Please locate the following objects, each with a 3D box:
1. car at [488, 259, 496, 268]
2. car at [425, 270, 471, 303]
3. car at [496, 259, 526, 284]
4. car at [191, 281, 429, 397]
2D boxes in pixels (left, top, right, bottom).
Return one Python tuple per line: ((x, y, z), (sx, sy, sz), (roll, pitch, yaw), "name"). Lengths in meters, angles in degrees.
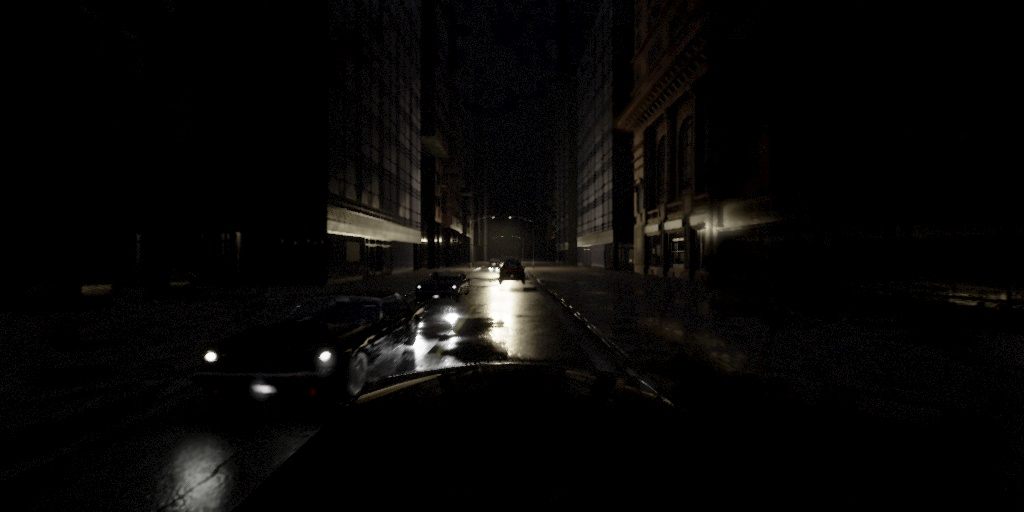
((-3.029, 1.250, 62.230), (2.128, 1.511, 4.902), (0, 0, 1), "car")
((-3.089, 1.346, 16.849), (1.895, 1.301, 4.718), (0, 0, 0), "car")
((0.015, 1.222, 27.215), (1.882, 1.535, 5.008), (0, 0, 0), "car")
((-3.091, 1.349, 6.667), (1.895, 1.301, 4.718), (0, 0, 0), "car")
